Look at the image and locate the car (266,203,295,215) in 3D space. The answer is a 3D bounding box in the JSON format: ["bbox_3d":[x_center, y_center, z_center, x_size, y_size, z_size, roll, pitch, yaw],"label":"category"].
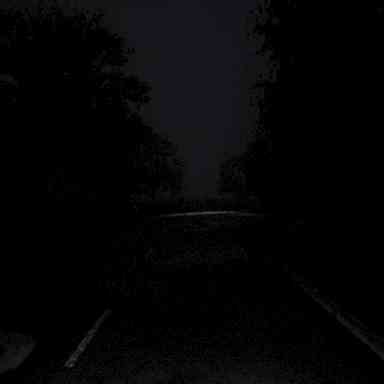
[{"bbox_3d":[10.335,1.825,35.462,4.718,1.301,1.895,1,2,-6],"label":"car"}]
